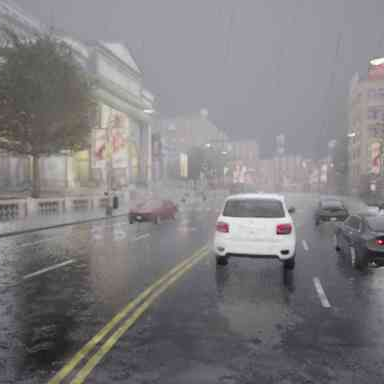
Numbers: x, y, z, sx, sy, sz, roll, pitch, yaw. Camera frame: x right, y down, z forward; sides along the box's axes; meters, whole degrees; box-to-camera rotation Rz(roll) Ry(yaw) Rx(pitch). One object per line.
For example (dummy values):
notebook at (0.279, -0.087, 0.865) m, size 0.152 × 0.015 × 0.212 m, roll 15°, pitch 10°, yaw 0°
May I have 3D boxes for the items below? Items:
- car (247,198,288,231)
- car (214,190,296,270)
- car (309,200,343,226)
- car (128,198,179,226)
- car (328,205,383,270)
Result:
car at (4.674, 1.231, 20.062) m, size 2.128 × 1.511 × 4.902 m, roll 0°, pitch 1°, yaw 16°
car at (2.160, 1.074, 10.892) m, size 2.150 × 2.045 × 5.566 m, roll 0°, pitch 0°, yaw 14°
car at (8.517, 1.241, 20.789) m, size 1.837 × 1.490 × 4.892 m, roll 0°, pitch 1°, yaw 16°
car at (-2.350, 1.186, 21.418) m, size 1.882 × 1.535 × 5.008 m, roll 0°, pitch 0°, yaw 16°
car at (5.635, 1.378, 10.243) m, size 1.837 × 1.490 × 4.892 m, roll 0°, pitch 1°, yaw 14°
